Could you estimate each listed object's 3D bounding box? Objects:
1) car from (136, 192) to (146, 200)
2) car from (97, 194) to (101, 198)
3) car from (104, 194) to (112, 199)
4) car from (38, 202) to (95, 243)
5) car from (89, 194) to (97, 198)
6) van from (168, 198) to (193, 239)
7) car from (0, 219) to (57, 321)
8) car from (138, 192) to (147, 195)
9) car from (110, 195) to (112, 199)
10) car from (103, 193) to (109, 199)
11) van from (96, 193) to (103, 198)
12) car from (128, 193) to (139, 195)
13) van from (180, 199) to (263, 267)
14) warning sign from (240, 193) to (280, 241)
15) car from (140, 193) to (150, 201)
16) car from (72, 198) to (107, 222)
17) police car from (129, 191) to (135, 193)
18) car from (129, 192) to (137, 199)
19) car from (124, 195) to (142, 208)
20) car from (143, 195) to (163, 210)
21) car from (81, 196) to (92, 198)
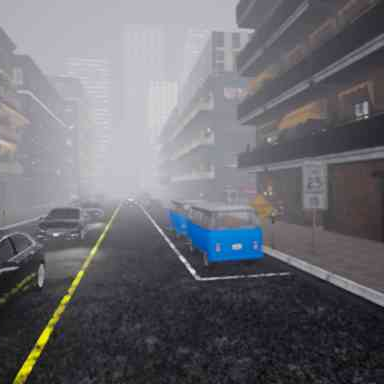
[{"bbox_3d":[-12.752,0.910,82.400,2.192,1.841,5.009,-2,1,-11],"label":"car"},{"bbox_3d":[-14.662,1.433,47.851,2.008,1.369,4.403,-2,1,-11],"label":"car"},{"bbox_3d":[-23.077,1.277,91.870,1.802,1.307,4.206,-2,1,-11],"label":"car"},{"bbox_3d":[-5.954,1.483,15.845,1.837,1.490,4.892,-1,0,-11],"label":"car"},{"bbox_3d":[-13.617,1.346,42.347,1.967,1.590,4.097,-2,1,-11],"label":"car"},{"bbox_3d":[-0.176,1.220,16.362,1.690,1.788,3.998,-2,1,-11],"label":"van"},{"bbox_3d":[-4.077,1.526,6.023,1.837,1.490,4.892,-1,0,-9],"label":"car"},{"bbox_3d":[-8.561,1.004,60.387,2.192,1.841,5.009,-2,1,-11],"label":"car"},{"bbox_3d":[-22.029,1.300,86.367,1.802,1.307,4.206,-2,1,-11],"label":"car"},{"bbox_3d":[-17.835,1.127,64.353,2.192,1.841,5.009,-2,1,-11],"label":"car"},{"bbox_3d":[-15.716,1.199,53.352,1.690,1.788,3.998,-2,1,-11],"label":"van"},{"bbox_3d":[-9.769,1.289,52.985,1.812,1.442,4.674,-1,0,-11],"label":"car"},{"bbox_3d":[0.871,1.244,10.858,1.690,1.788,3.998,-2,1,-11],"label":"van"},{"bbox_3d":[2.771,0.966,13.701,1.300,1.860,1.060,0,1,-11],"label":"warning sign"},{"bbox_3d":[-6.491,1.261,49.550,1.752,1.417,4.829,-2,1,-11],"label":"car"},{"bbox_3d":[-7.892,1.481,26.038,2.033,1.411,5.357,-1,0,-11],"label":"car"},{"bbox_3d":[-14.550,1.055,81.801,1.930,1.638,5.238,-1,0,-10],"label":"police car"},{"bbox_3d":[-16.294,0.937,91.500,2.097,1.767,4.553,-1,0,-11],"label":"car"},{"bbox_3d":[-7.899,1.407,43.161,1.895,1.301,4.718,-1,0,-11],"label":"car"},{"bbox_3d":[-4.361,1.365,38.377,1.802,1.307,4.206,-2,1,-11],"label":"car"},{"bbox_3d":[-12.565,1.511,36.845,1.802,1.307,4.206,-2,1,-11],"label":"car"}]
